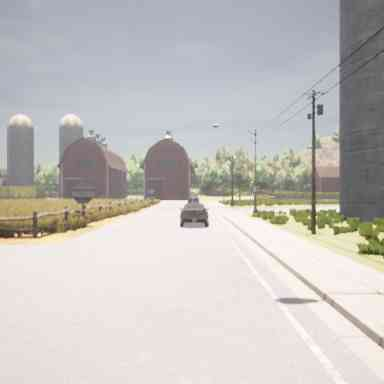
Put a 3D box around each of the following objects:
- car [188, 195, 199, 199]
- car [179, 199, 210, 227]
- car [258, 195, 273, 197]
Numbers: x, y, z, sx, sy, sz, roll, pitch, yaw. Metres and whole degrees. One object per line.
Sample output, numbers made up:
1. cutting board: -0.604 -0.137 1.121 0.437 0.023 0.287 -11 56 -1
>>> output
1. car: 0.343 1.323 64.511 2.097 1.767 4.553 0 0 3
2. car: 0.158 1.494 22.931 1.837 1.490 4.892 0 0 0
3. car: 18.711 1.441 81.431 5.008 1.535 1.882 0 0 0
